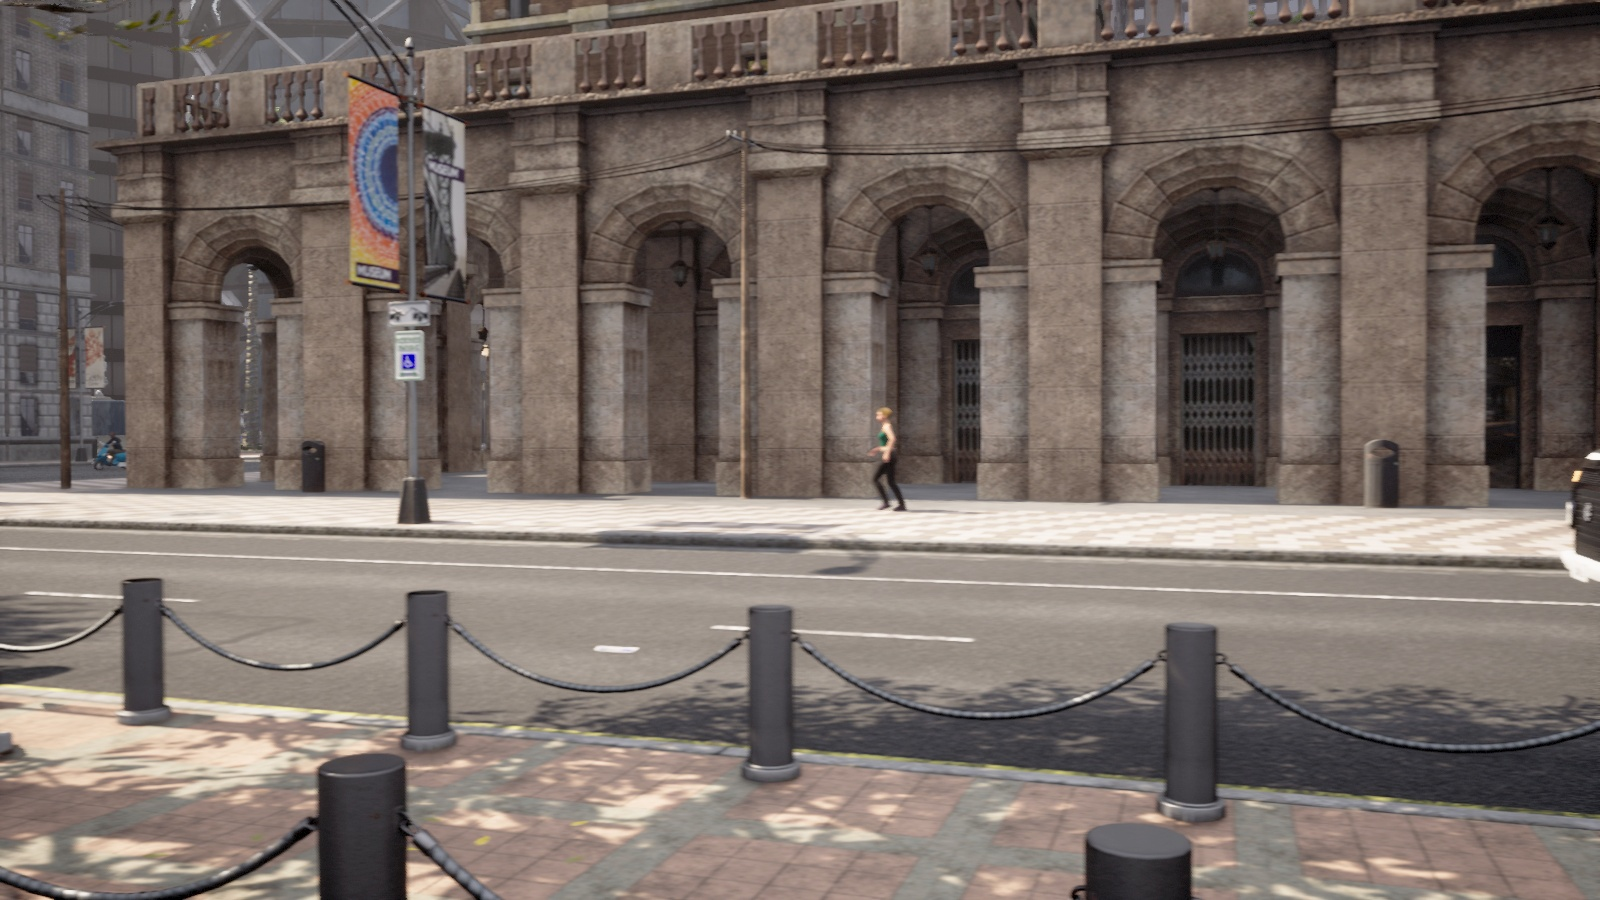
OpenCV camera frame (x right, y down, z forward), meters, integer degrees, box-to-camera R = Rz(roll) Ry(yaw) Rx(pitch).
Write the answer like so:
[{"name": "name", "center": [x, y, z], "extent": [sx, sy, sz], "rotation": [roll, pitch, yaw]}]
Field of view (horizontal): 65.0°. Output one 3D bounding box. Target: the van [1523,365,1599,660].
[{"name": "van", "center": [7.943, 0.436, 8.957], "extent": [4.480, 2.038, 2.069], "rotation": [1, 1, 19]}]

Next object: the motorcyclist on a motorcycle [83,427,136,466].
[{"name": "motorcyclist on a motorcycle", "center": [-28.715, -0.165, 52.230], "extent": [0.866, 1.590, 1.817], "rotation": [1, 1, 19]}]

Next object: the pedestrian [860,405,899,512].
[{"name": "pedestrian", "center": [1.383, 0.140, 21.756], "extent": [0.594, 1.836, 0.345], "rotation": [1, 1, 18]}]
